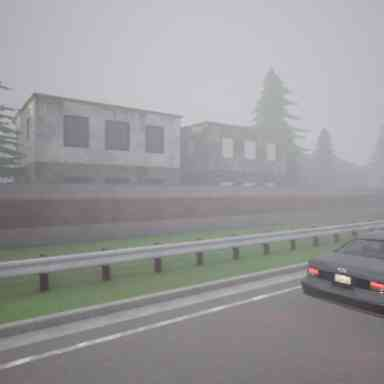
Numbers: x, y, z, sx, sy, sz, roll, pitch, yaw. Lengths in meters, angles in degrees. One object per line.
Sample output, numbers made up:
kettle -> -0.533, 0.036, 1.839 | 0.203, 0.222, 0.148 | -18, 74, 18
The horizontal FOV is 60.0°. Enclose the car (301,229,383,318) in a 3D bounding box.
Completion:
car -> 4.632, 1.524, 7.115 | 5.357, 1.411, 2.033 | 0, 0, -35
